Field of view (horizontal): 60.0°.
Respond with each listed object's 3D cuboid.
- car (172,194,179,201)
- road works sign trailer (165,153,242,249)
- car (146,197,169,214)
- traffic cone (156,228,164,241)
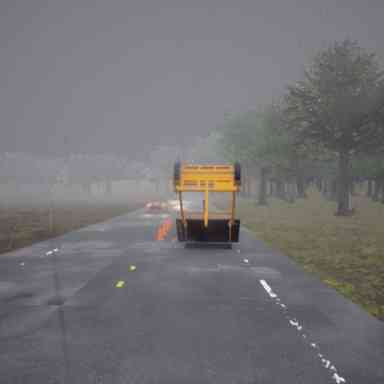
[{"bbox_3d":[-3.394,1.302,76.258,1.837,1.490,4.892,0,0,0],"label":"car"},{"bbox_3d":[0.548,0.918,11.782,2.380,3.560,2.880,0,45,4],"label":"road works sign trailer"},{"bbox_3d":[-3.551,1.308,35.073,2.097,1.767,4.553,0,0,0],"label":"car"},{"bbox_3d":[-1.467,1.939,15.334,0.340,0.580,0.340,0,0,0],"label":"traffic cone"}]
